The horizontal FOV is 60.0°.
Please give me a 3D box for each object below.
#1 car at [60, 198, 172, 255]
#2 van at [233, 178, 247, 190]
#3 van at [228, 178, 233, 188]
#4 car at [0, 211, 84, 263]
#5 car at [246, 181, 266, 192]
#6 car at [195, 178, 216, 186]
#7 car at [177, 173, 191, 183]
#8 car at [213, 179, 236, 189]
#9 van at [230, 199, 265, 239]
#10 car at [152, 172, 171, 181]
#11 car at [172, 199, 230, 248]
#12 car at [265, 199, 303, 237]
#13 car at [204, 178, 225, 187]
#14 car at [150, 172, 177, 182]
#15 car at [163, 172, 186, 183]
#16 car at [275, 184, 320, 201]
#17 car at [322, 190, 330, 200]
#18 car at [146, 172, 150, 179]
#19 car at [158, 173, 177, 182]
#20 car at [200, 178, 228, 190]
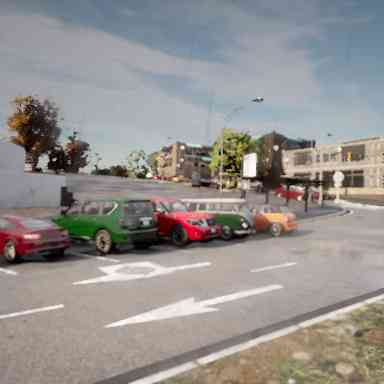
[{"bbox_3d":[-3.891,1.274,13.763,5.566,2.045,2.435,-1,-1,35],"label":"car"},{"bbox_3d":[9.707,-1.267,59.641,1.878,1.987,4.442,7,3,35],"label":"van"},{"bbox_3d":[7.974,-1.540,62.110,1.878,1.987,4.442,7,3,35],"label":"van"},{"bbox_3d":[-6.316,1.542,11.999,4.674,1.452,2.002,-1,-1,35],"label":"car"},{"bbox_3d":[11.470,-0.768,57.281,2.231,1.521,4.892,7,3,35],"label":"car"},{"bbox_3d":[2.811,-2.093,69.613,2.002,1.452,4.674,7,3,35],"label":"car"},{"bbox_3d":[-2.307,-2.952,77.115,1.946,1.575,5.366,7,3,34],"label":"car"},{"bbox_3d":[6.393,-1.587,64.837,1.946,1.575,5.366,7,3,35],"label":"car"},{"bbox_3d":[1.153,1.343,17.149,4.442,1.987,1.878,-1,-1,35],"label":"van"},{"bbox_3d":[-7.695,-3.864,84.301,2.185,1.767,4.553,4,1,33],"label":"car"},{"bbox_3d":[-1.381,1.296,15.474,5.566,2.045,2.435,-1,-1,35],"label":"car"},{"bbox_3d":[3.558,1.466,18.905,4.553,1.767,2.185,-1,-1,35],"label":"car"},{"bbox_3d":[4.558,-1.819,67.154,2.002,1.452,4.674,7,3,35],"label":"car"},{"bbox_3d":[-5.683,-3.035,66.032,1.882,1.535,5.008,3,4,-36],"label":"car"},{"bbox_3d":[-4.161,-3.476,79.371,2.435,2.045,5.566,7,3,34],"label":"car"},{"bbox_3d":[12.447,0.191,40.544,1.882,1.535,5.008,3,4,-35],"label":"car"},{"bbox_3d":[18.388,0.362,47.436,2.002,1.452,4.674,7,3,35],"label":"car"},{"bbox_3d":[-9.470,-4.142,86.645,2.435,2.045,5.566,1,-2,34],"label":"car"},{"bbox_3d":[-5.960,-3.629,81.834,2.185,1.767,4.553,6,2,34],"label":"car"},{"bbox_3d":[3.230,-1.164,53.440,1.994,1.385,4.181,3,4,-36],"label":"car"}]
